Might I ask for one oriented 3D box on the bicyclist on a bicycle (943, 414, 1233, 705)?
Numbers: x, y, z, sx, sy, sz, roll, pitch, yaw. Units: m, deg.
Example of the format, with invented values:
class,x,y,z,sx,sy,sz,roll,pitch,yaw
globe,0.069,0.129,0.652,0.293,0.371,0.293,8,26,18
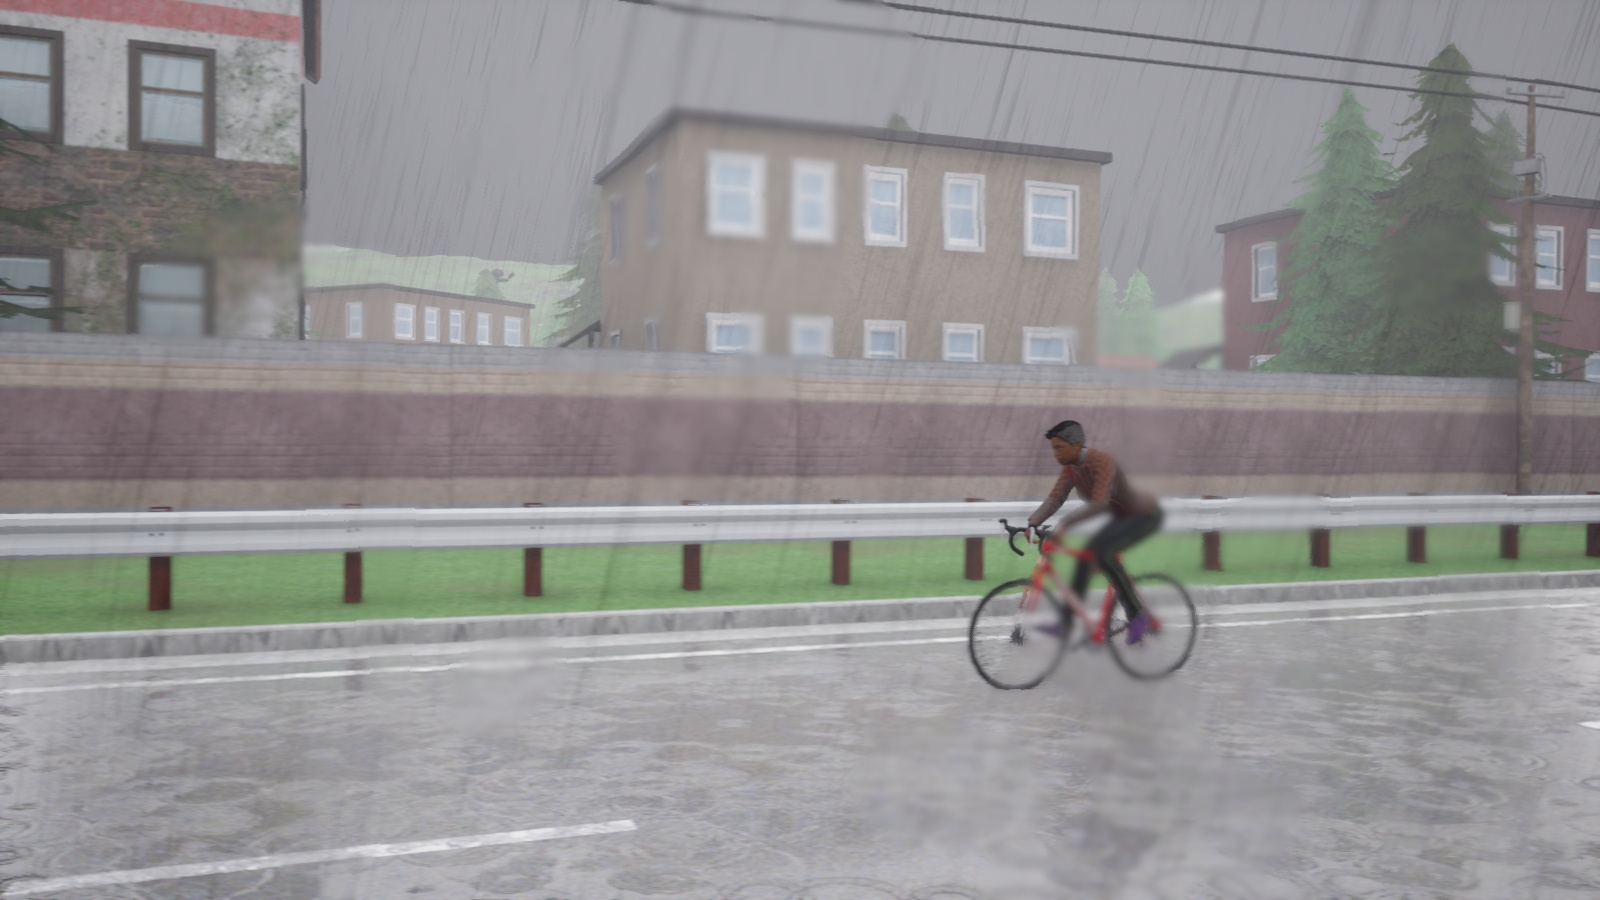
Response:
class,x,y,z,sx,sy,sz,roll,pitch,yaw
bicyclist on a bicycle,1.761,0.607,7.651,1.656,1.620,0.582,-1,1,-21
